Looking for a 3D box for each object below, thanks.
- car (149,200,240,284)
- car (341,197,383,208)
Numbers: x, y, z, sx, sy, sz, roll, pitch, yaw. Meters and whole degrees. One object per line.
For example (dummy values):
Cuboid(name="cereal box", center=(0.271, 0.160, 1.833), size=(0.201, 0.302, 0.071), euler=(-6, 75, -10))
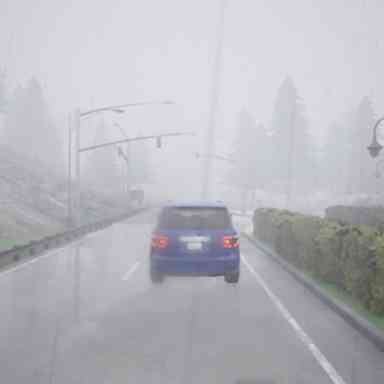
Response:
Cuboid(name="car", center=(0.077, 1.252, 9.827), size=(2.150, 2.045, 5.566), euler=(0, 0, 0))
Cuboid(name="car", center=(16.136, 1.472, 30.649), size=(5.566, 2.045, 2.150), euler=(0, 0, 0))
